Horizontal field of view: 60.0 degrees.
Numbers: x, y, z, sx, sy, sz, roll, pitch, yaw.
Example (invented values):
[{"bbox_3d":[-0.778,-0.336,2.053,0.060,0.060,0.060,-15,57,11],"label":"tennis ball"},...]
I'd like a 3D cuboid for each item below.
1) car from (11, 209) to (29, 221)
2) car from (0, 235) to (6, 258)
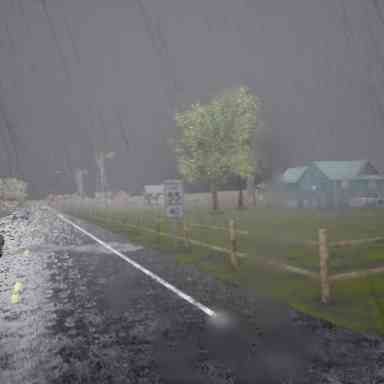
[{"bbox_3d":[-22.822,2.971,44.255,2.128,1.511,4.902,-2,-1,-25],"label":"car"},{"bbox_3d":[-8.206,2.096,12.392,1.895,1.301,4.718,-2,-1,-25],"label":"car"}]
